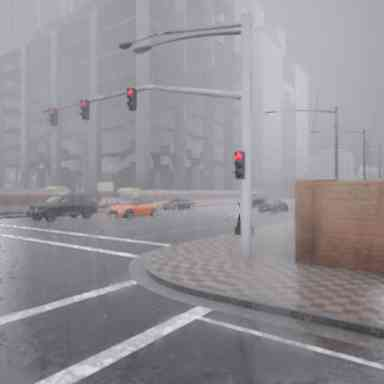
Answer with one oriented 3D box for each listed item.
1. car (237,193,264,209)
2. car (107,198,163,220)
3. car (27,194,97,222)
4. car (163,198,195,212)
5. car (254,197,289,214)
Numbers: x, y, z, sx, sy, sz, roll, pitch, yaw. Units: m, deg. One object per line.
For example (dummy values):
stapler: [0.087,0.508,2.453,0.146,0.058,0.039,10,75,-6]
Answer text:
car: [8.427,1.214,46.884,2.150,2.045,5.566,0,0,36]
car: [-5.022,1.343,28.329,2.097,1.767,4.553,0,0,36]
car: [-10.335,1.211,26.955,2.150,2.045,5.566,0,0,36]
car: [-1.556,1.493,39.095,1.837,1.490,4.892,0,0,36]
car: [8.625,1.519,34.927,1.812,1.442,4.674,0,0,36]
